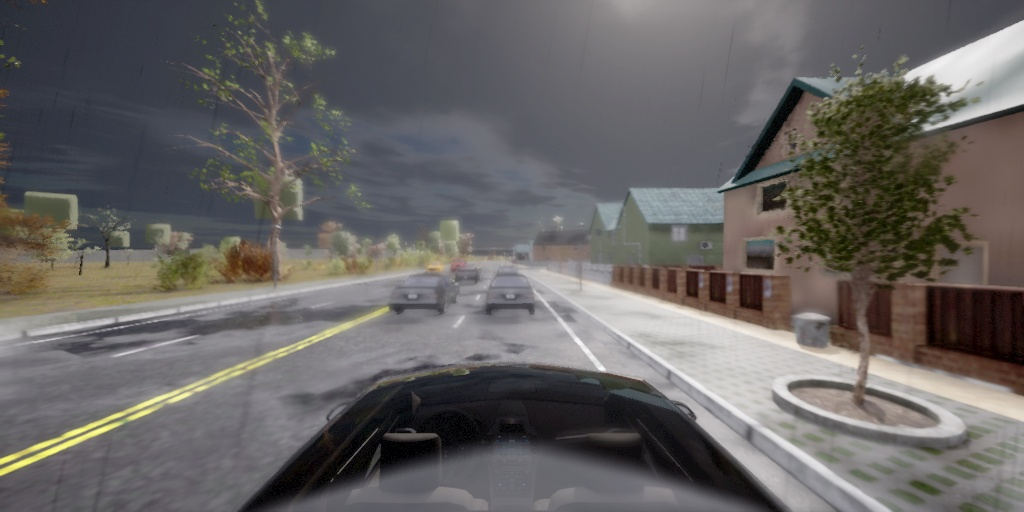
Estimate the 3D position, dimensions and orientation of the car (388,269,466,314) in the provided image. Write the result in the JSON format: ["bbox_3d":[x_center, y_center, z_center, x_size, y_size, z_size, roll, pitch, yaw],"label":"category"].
[{"bbox_3d":[-3.322,1.416,14.434,2.033,1.411,5.357,0,-1,-1],"label":"car"}]

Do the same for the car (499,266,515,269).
[{"bbox_3d":[-0.404,1.553,29.543,2.033,1.411,5.357,0,-1,-1],"label":"car"}]

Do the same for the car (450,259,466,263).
[{"bbox_3d":[-8.022,1.460,54.388,2.150,2.045,5.566,0,-1,-3],"label":"car"}]

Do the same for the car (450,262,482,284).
[{"bbox_3d":[-3.673,1.509,30.459,2.128,1.511,4.902,0,0,-1],"label":"car"}]

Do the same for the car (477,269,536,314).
[{"bbox_3d":[-0.072,1.415,14.461,2.033,1.411,5.357,0,-1,-1],"label":"car"}]

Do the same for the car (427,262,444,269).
[{"bbox_3d":[-11.192,1.699,52.528,1.882,1.535,5.008,0,-1,-3],"label":"car"}]
